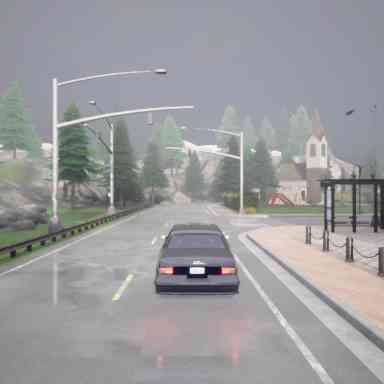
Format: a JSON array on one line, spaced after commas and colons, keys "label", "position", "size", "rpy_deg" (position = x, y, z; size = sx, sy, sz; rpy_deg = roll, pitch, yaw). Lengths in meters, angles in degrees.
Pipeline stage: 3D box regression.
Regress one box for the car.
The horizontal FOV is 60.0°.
[{"label": "car", "position": [0.096, 1.547, 8.855], "size": [2.033, 1.411, 5.357], "rpy_deg": [0, 0, 0]}]
